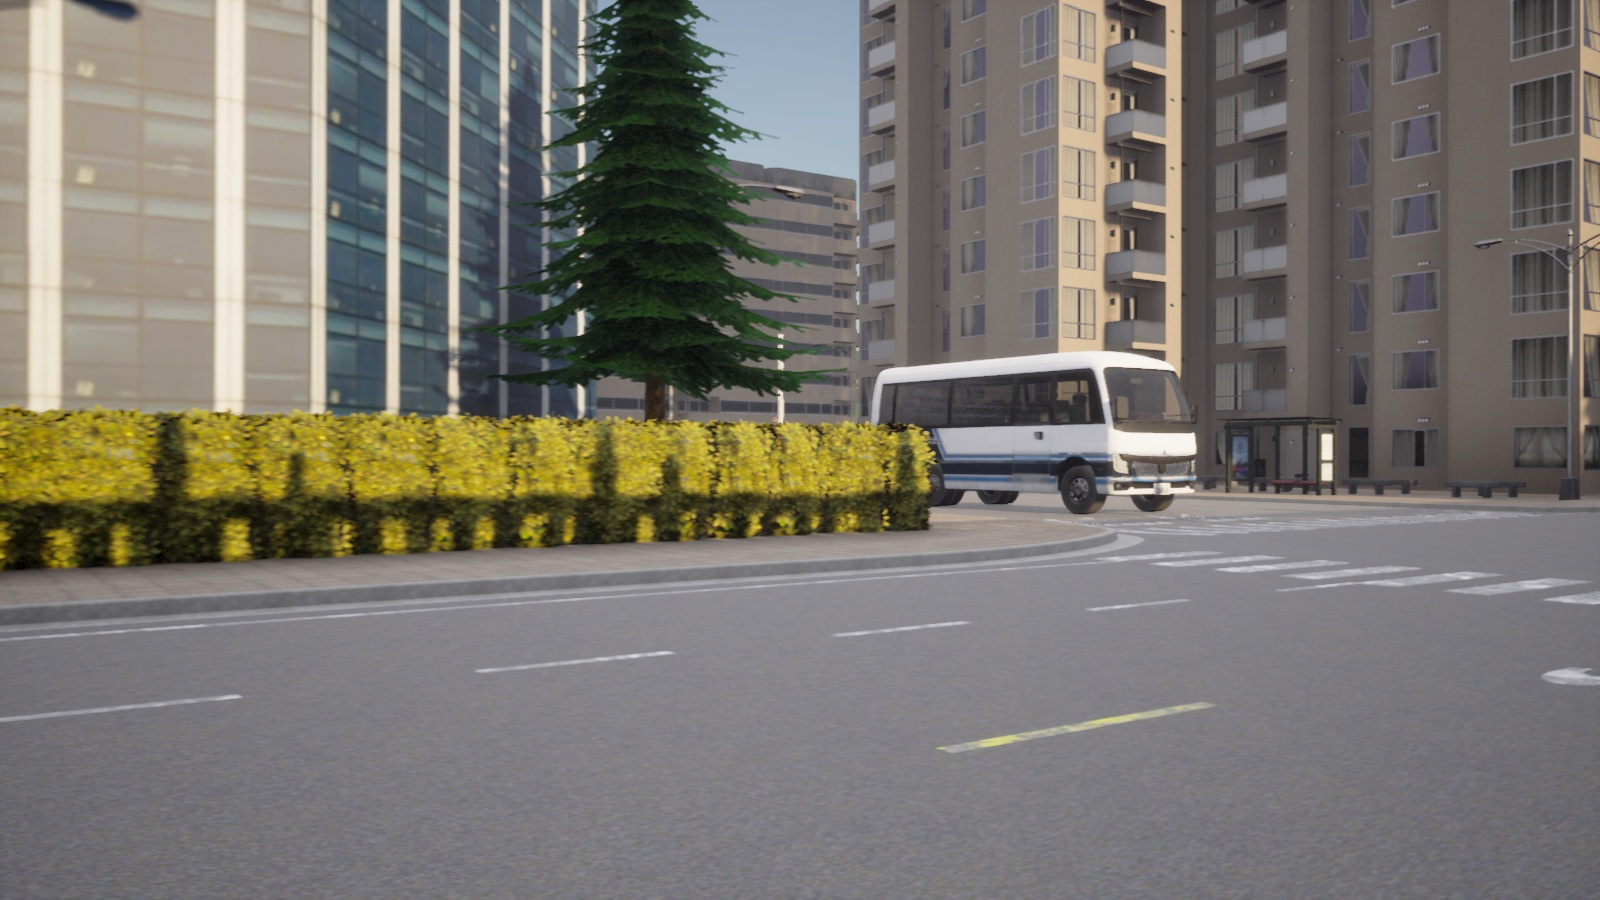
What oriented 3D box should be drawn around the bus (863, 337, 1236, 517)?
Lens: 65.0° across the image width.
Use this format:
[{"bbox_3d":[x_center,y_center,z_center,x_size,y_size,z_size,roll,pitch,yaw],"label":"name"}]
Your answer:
[{"bbox_3d":[6.480,-0.504,34.935,3.944,4.253,10.273,0,0,-35],"label":"bus"}]
